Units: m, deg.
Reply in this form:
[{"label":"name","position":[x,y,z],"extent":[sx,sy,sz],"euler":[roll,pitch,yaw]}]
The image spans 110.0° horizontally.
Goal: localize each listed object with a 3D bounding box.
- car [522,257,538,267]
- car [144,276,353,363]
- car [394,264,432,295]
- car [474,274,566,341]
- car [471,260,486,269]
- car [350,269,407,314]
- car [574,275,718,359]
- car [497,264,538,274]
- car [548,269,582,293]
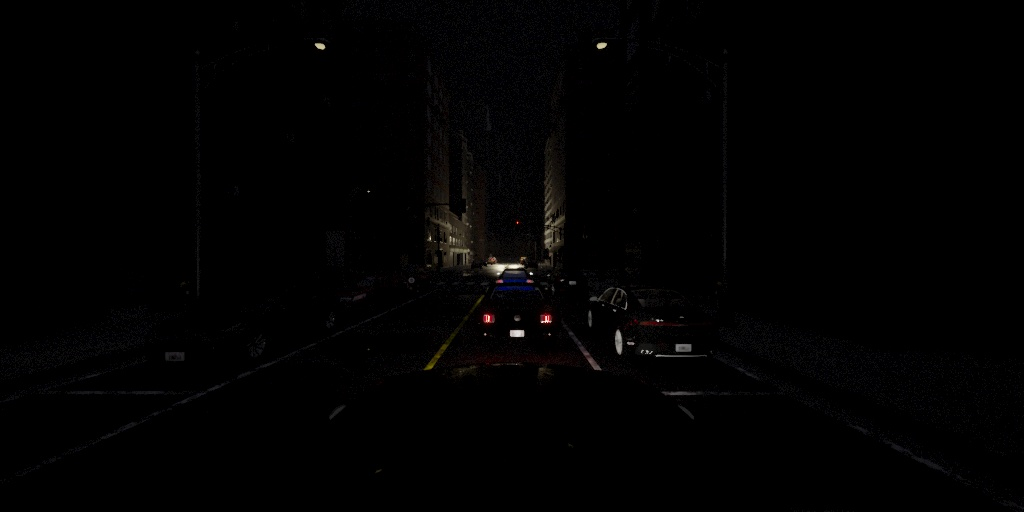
[{"label":"car","position":[3.048,1.226,56.264],"extent":[1.967,1.591,4.097],"euler":[0,0,0]},{"label":"car","position":[-5.650,1.315,8.197],"extent":[1.948,1.339,4.313],"euler":[0,0,0]},{"label":"car","position":[-5.619,1.190,19.200],"extent":[1.967,1.591,4.097],"euler":[0,0,0]},{"label":"car","position":[0.118,1.351,9.797],"extent":[1.895,1.301,4.718],"euler":[0,0,0]},{"label":"car","position":[-5.477,1.367,56.301],"extent":[1.802,1.307,4.207],"euler":[0,0,0]},{"label":"car","position":[-5.635,1.332,13.698],"extent":[1.802,1.307,4.207],"euler":[0,0,0]},{"label":"car","position":[2.875,1.300,8.172],"extent":[2.007,1.370,4.403],"euler":[0,0,0]},{"label":"car","position":[0.145,1.315,18.556],"extent":[1.994,1.385,4.181],"euler":[0,0,1]},{"label":"car","position":[2.907,1.316,19.175],"extent":[1.948,1.339,4.313],"euler":[0,0,0]}]
